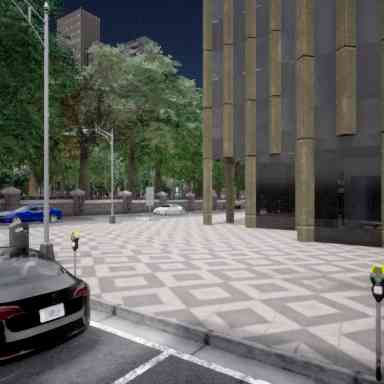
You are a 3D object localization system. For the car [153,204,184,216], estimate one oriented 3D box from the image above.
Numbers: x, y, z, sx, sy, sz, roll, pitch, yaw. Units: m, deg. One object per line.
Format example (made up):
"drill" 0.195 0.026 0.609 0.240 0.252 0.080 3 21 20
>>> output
"car" -2.850 2.220 41.564 1.812 1.442 4.674 0 -1 35

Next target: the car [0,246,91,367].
"car" -3.463 1.565 5.416 4.313 1.339 1.947 0 0 35

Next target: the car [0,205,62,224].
"car" -13.077 1.803 26.983 1.882 1.535 5.008 0 -1 35

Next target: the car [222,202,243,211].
"car" 6.782 2.331 55.145 1.882 1.535 5.008 0 -1 35
